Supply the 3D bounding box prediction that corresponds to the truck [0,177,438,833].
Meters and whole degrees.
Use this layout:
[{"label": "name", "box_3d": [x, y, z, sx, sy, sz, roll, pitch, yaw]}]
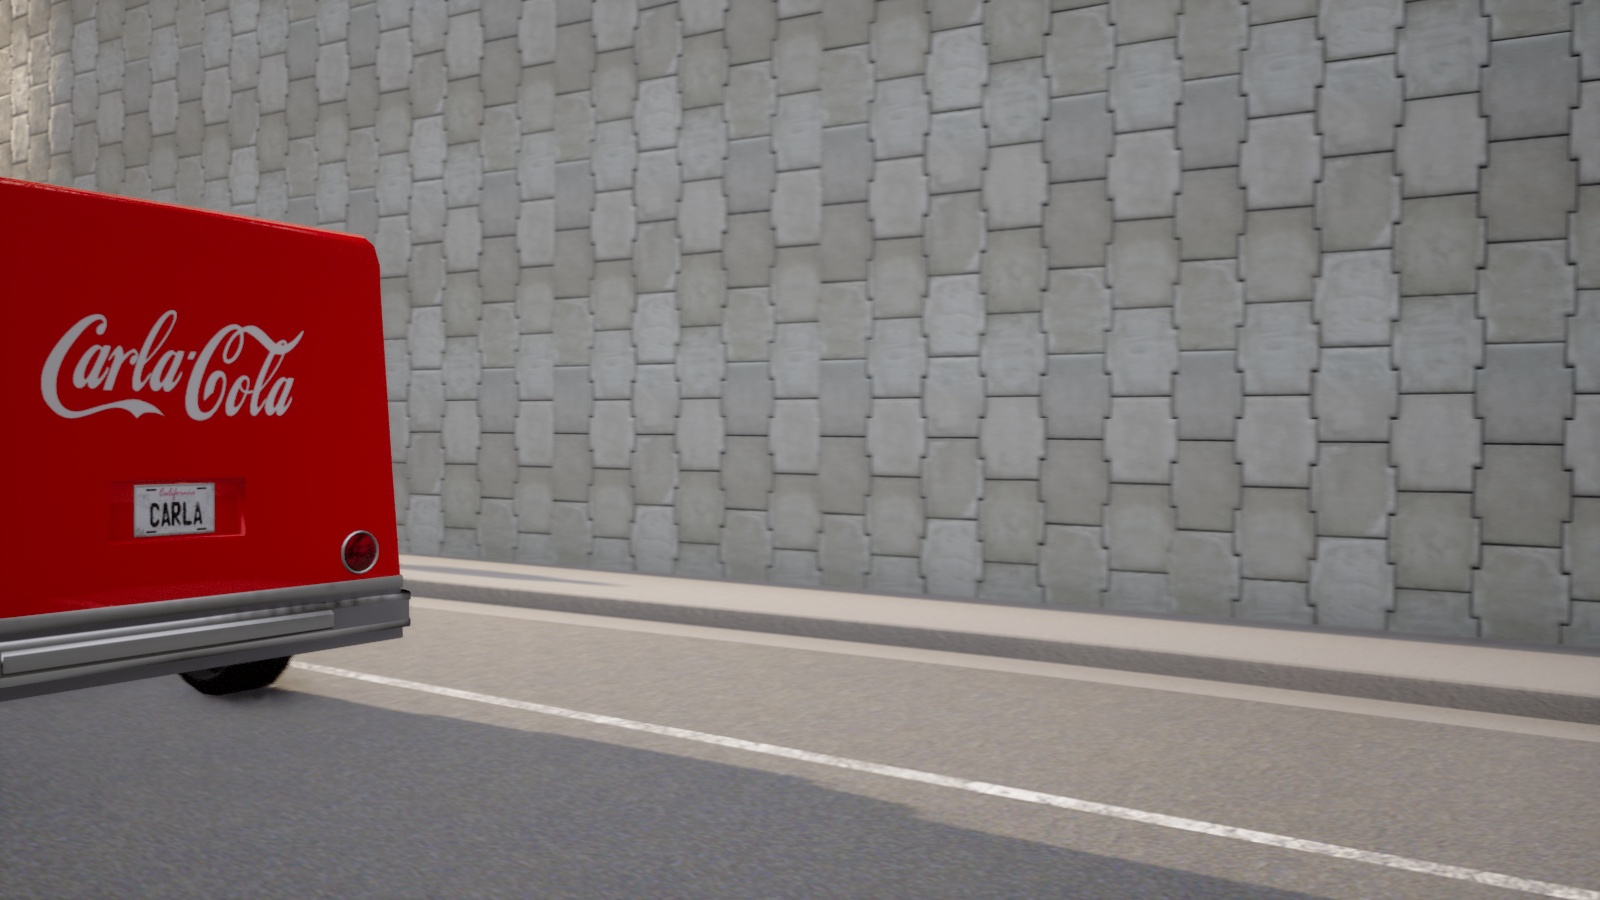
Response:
[{"label": "truck", "box_3d": [-4.764, 0.195, 6.781, 5.204, 2.467, 2.627, 0, 1, 34]}]
